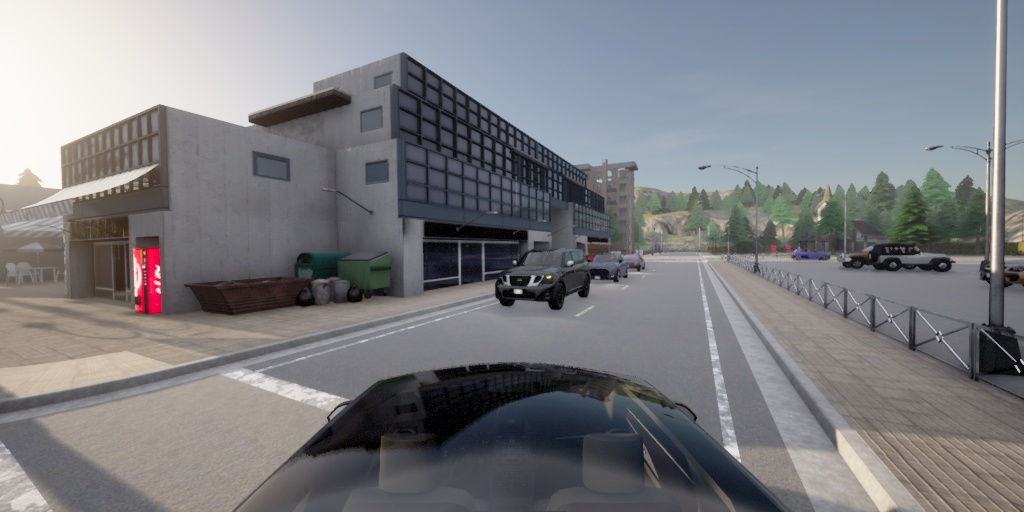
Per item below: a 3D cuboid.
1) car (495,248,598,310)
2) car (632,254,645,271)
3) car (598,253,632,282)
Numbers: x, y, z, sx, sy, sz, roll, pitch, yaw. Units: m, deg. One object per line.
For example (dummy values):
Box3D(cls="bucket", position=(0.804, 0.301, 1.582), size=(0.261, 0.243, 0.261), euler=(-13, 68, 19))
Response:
Box3D(cls="car", position=(1.446, 0.719, 13.872), size=(2.150, 2.045, 5.566), euler=(0, 1, 27))
Box3D(cls="car", position=(10.601, 0.532, 31.731), size=(1.812, 1.442, 4.674), euler=(0, 1, 27))
Box3D(cls="car", position=(5.931, 0.609, 22.627), size=(2.097, 1.767, 4.553), euler=(0, 1, 27))
